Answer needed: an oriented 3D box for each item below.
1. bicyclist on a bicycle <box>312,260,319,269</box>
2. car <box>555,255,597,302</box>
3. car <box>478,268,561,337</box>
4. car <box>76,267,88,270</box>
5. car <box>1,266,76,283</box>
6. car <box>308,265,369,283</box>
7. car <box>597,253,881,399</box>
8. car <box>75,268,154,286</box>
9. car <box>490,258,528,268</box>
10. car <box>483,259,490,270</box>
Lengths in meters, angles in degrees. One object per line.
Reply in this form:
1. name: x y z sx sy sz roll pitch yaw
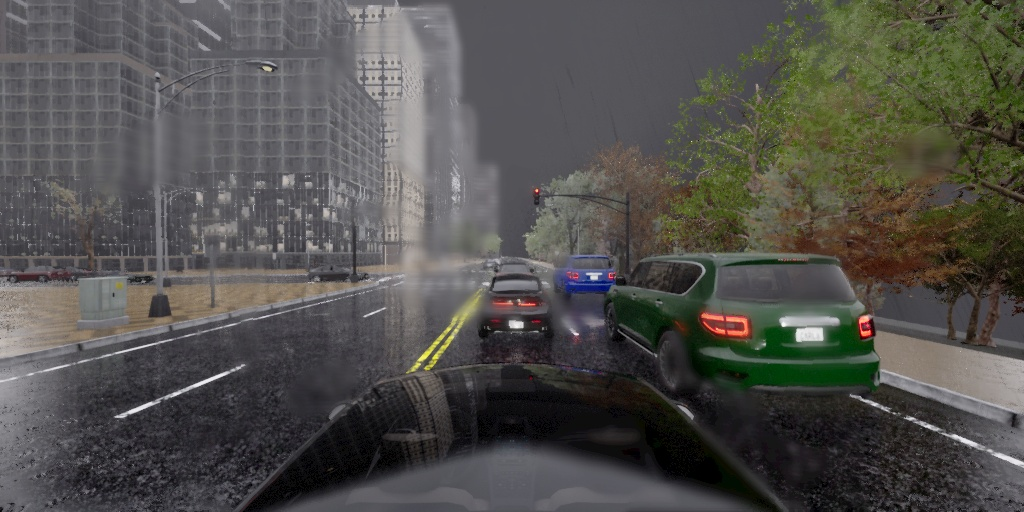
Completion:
1. bicyclist on a bicycle: -24.557 1.328 44.776 0.582 1.620 1.656 -1 1 0
2. car: 3.348 0.969 17.128 2.150 2.045 5.566 0 0 1
3. car: 0.111 1.253 10.238 1.837 1.490 4.892 0 0 0
4. car: -50.146 1.971 40.747 4.892 1.490 1.837 -1 0 1
5. car: -49.395 1.835 37.505 4.553 1.767 2.097 -1 0 1
6. car: -14.625 1.501 30.330 4.892 1.490 1.837 -1 0 5
7. car: 3.343 0.971 6.655 2.150 2.045 5.566 0 0 1
8. car: -33.769 1.896 30.750 4.718 1.301 1.895 -1 0 0
9. car: 0.116 1.099 19.297 2.097 1.767 4.553 0 0 0
10. car: -3.228 1.233 53.629 2.128 1.511 4.902 0 0 0
